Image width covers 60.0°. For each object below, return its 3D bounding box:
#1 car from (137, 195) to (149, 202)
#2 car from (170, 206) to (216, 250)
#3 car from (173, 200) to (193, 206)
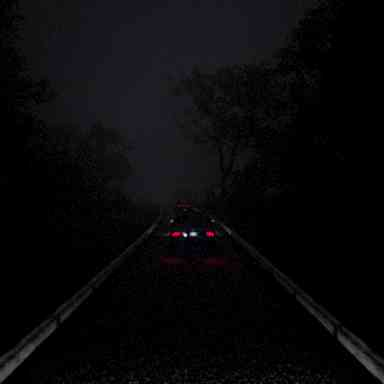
[{"bbox_3d":[-10.755,1.439,75.292,1.812,1.442,4.674,0,0,-14],"label":"car"},{"bbox_3d":[0.014,1.570,14.465,2.033,1.411,5.357,0,0,-1],"label":"car"},{"bbox_3d":[-0.903,1.543,34.567,2.128,1.511,4.902,0,0,-4],"label":"car"}]
